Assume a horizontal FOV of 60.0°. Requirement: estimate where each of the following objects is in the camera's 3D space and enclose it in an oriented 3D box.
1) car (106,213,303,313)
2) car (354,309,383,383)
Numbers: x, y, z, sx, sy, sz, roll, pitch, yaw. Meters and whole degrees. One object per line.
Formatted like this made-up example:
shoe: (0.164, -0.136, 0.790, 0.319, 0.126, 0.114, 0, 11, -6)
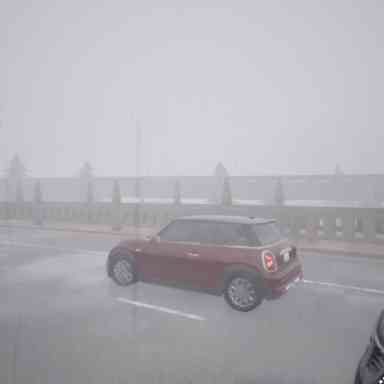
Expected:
car: (0.112, 1.328, 7.834, 4.553, 1.767, 2.097, 0, 0, 33)
car: (3.671, 1.203, 1.232, 5.566, 2.045, 2.150, 0, 0, 37)
